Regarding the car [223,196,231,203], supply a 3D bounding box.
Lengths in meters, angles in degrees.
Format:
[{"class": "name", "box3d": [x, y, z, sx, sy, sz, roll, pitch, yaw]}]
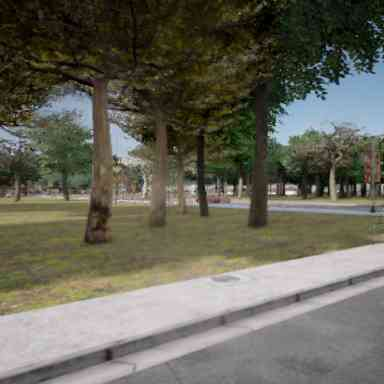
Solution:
[{"class": "car", "box3d": [5.168, 1.342, 61.067, 1.812, 1.442, 4.674, 0, 0, -35]}]

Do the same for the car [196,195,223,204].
[{"class": "car", "box3d": [2.766, 1.310, 58.825, 1.882, 1.535, 5.008, 0, 0, -35]}]
